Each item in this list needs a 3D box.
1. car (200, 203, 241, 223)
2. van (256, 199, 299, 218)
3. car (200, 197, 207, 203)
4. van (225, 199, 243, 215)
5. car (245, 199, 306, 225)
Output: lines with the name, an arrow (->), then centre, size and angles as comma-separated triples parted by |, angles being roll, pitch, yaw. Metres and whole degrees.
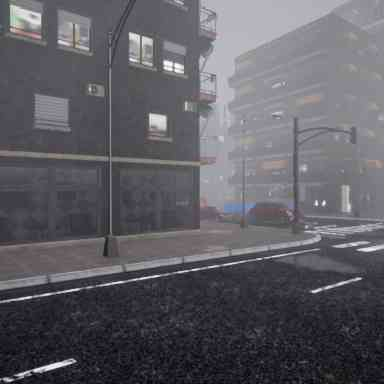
car -> 1.852, 1.874, 28.654 | 1.802, 1.307, 4.206 | -1, 0, -36
van -> 8.603, 1.602, 33.556 | 1.690, 1.788, 3.998 | -1, 0, -36
car -> -0.859, 1.741, 36.713 | 2.097, 1.767, 4.553 | 0, -1, -36
van -> 5.297, 1.676, 38.079 | 1.690, 1.788, 3.998 | -1, 0, -36
car -> 6.682, 1.573, 26.417 | 2.097, 1.767, 4.553 | 0, -1, -36
